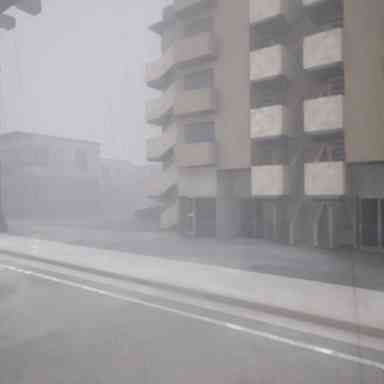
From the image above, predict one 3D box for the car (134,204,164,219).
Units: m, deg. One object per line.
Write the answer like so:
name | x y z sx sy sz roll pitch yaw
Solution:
car | -2.911 1.862 30.830 5.357 1.415 2.033 0 0 35
